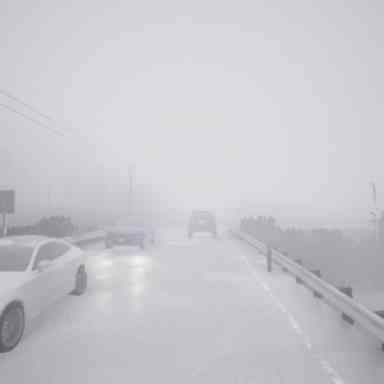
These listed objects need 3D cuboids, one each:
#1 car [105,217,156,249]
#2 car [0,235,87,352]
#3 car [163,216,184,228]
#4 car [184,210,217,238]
[{"bbox_3d":[-3.131,2.099,17.730,1.882,1.535,5.008,0,-4,2],"label":"car"},{"bbox_3d":[-3.480,1.626,6.452,1.812,1.442,4.674,0,-2,1],"label":"car"},{"bbox_3d":[-1.819,3.817,43.020,2.128,1.511,4.902,2,-3,-39],"label":"car"},{"bbox_3d":[0.813,2.503,26.425,2.150,2.045,5.566,0,-4,2],"label":"car"}]
